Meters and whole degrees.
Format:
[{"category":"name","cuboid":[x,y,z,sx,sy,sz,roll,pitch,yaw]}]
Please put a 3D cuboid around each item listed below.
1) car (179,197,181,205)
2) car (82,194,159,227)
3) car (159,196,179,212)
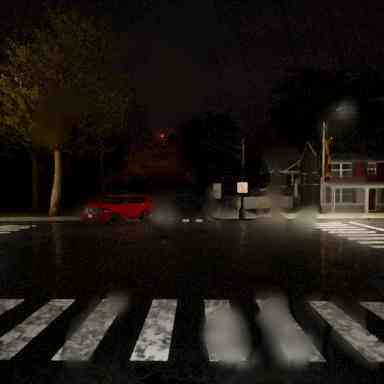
[{"category":"car","cuboid":[-2.893,1.414,56.009,1.882,1.535,5.008,0,0,0]},{"category":"car","cuboid":[-4.990,1.170,23.139,2.150,2.045,5.566,1,0,29]},{"category":"car","cuboid":[-2.962,1.457,38.956,2.128,1.511,4.902,0,0,0]}]
